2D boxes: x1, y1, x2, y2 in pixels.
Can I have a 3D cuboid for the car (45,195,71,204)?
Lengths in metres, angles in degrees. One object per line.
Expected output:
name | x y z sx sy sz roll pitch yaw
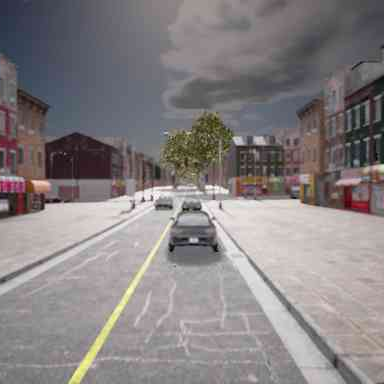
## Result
car | -20.578 1.107 49.956 4.507 1.381 1.887 -1 2 0

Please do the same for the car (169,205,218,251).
car | 0.050 1.477 13.764 1.812 1.442 4.674 0 0 0

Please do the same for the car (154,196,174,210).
car | -2.946 1.120 36.377 2.033 1.411 5.357 0 1 0

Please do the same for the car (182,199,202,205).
car | -0.035 1.280 31.664 1.895 1.301 4.718 0 1 0

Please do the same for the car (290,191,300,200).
car | 17.003 0.536 50.243 4.313 1.339 1.947 -1 2 0
